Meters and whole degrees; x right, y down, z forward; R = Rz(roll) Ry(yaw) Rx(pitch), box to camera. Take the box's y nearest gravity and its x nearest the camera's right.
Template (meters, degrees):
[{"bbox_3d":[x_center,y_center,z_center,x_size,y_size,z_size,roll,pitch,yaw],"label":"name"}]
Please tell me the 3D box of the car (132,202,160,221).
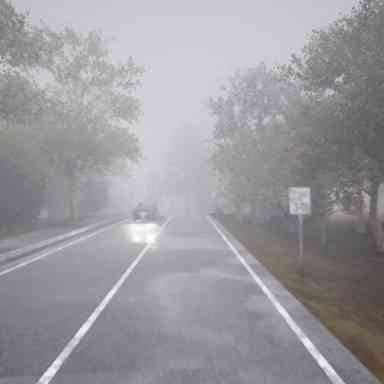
[{"bbox_3d":[-3.817,1.596,28.147,2.128,1.511,4.902,0,-1,0],"label":"car"}]
